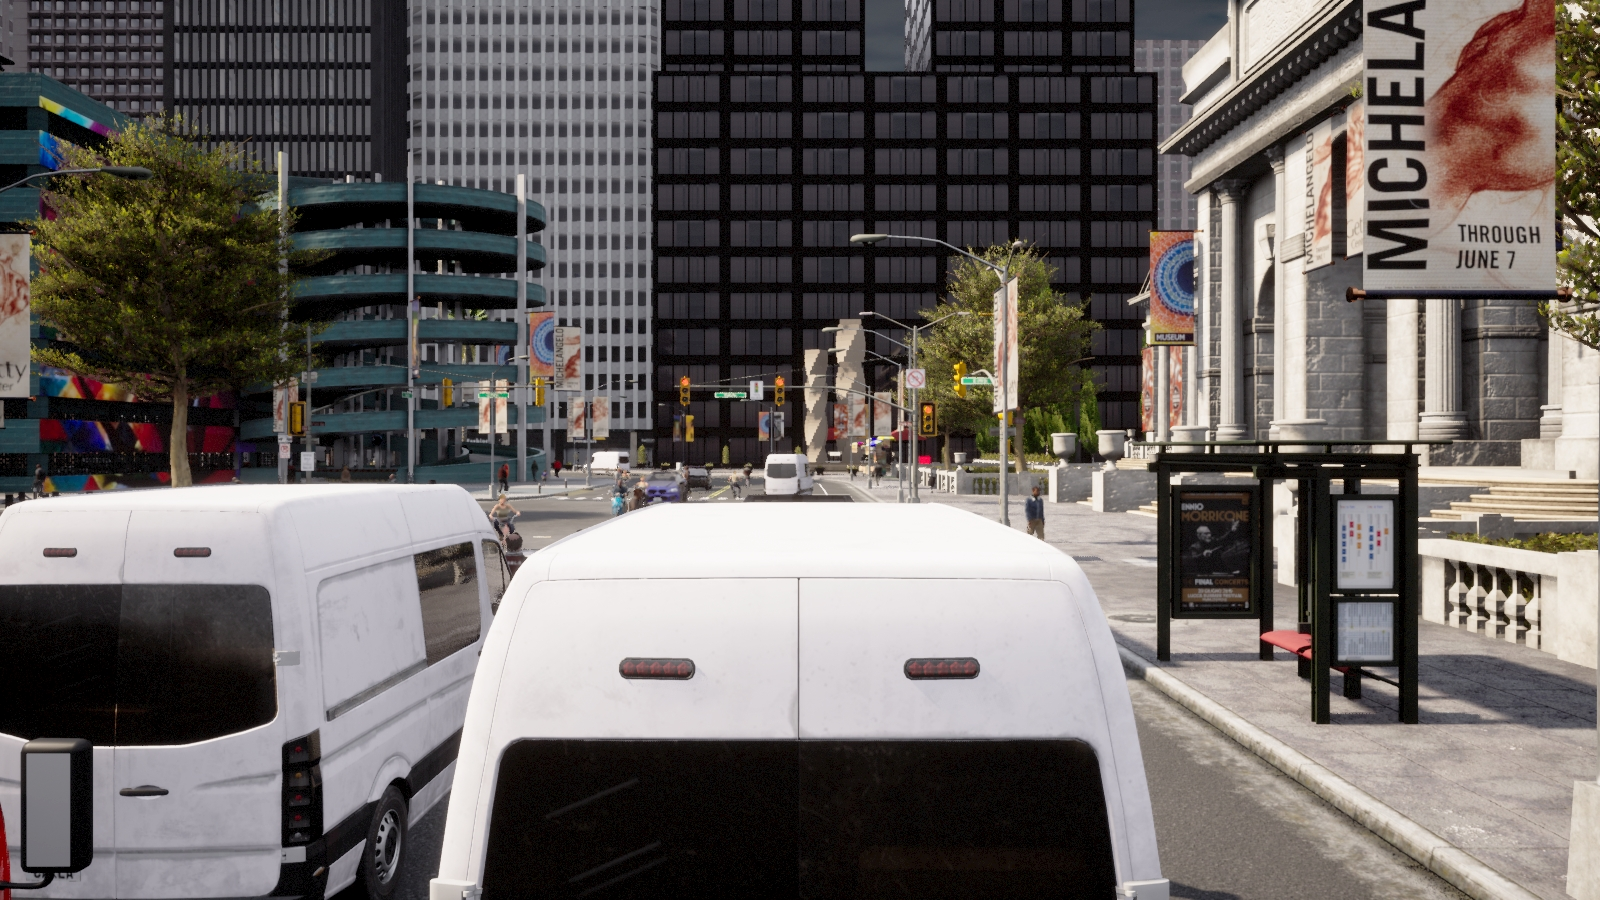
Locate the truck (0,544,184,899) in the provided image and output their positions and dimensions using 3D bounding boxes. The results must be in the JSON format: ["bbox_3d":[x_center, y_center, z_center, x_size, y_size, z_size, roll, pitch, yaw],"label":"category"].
[{"bbox_3d":[-3.506,1.567,1.456,2.627,2.467,5.204,0,0,0],"label":"truck"}]

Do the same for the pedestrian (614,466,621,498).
[{"bbox_3d":[-10.440,1.824,65.404,0.375,1.860,0.375,0,0,-3],"label":"pedestrian"}]

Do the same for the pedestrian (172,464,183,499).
[{"bbox_3d":[-33.435,1.673,61.359,0.375,1.860,0.375,0,0,5],"label":"pedestrian"}]

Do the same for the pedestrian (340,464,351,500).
[{"bbox_3d":[-23.654,1.675,59.491,0.375,1.860,0.375,0,0,40],"label":"pedestrian"}]

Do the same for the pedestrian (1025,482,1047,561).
[{"bbox_3d":[5.597,1.686,27.118,0.375,1.860,0.375,0,0,-17],"label":"pedestrian"}]

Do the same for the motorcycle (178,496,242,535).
[{"bbox_3d":[-19.639,2.168,38.078,1.805,1.236,0.856,0,0,-21],"label":"motorcycle"}]

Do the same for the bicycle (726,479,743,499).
[{"bbox_3d":[-3.731,2.231,65.528,0.859,1.080,1.487,0,0,1],"label":"bicycle"}]

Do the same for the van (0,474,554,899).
[{"bbox_3d":[-3.517,1.531,8.781,1.988,2.561,5.915,0,0,0],"label":"van"}]

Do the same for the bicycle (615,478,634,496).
[{"bbox_3d":[-10.634,2.230,69.337,0.859,1.080,1.487,0,0,2],"label":"bicycle"}]

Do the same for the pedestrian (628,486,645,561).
[{"bbox_3d":[-4.099,1.838,28.628,0.375,1.860,0.375,0,0,0],"label":"pedestrian"}]

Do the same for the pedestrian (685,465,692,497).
[{"bbox_3d":[-6.527,1.824,66.892,0.375,1.860,0.375,0,0,-2],"label":"pedestrian"}]

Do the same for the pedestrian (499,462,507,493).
[{"bbox_3d":[-18.132,1.671,69.743,0.375,1.860,0.375,0,0,18],"label":"pedestrian"}]

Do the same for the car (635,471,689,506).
[{"bbox_3d":[-7.062,1.946,58.868,2.242,1.667,4.611,0,0,0],"label":"car"}]

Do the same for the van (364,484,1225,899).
[{"bbox_3d":[-0.014,1.532,5.596,1.988,2.561,5.915,0,0,0],"label":"van"}]

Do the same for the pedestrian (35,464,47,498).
[{"bbox_3d":[-41.389,1.673,62.291,0.375,1.860,0.375,0,0,6],"label":"pedestrian"}]

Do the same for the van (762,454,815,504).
[{"bbox_3d":[-0.562,1.511,62.186,1.988,2.561,5.915,0,0,8],"label":"van"}]
